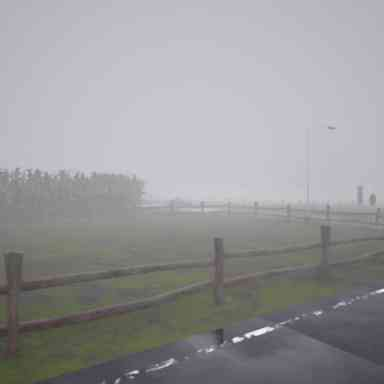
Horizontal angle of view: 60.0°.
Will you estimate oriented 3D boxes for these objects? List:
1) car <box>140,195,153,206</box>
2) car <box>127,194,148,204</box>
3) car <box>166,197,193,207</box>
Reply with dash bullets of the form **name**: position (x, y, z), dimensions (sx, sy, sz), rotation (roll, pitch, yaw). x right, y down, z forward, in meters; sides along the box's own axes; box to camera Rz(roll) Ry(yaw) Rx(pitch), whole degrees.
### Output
- **car**: position (-8.087, 1.454, 54.645), dimensions (1.812, 1.442, 4.674), rotation (0, 0, -36)
- **car**: position (-10.178, 1.223, 62.225), dimensions (2.097, 1.767, 4.553), rotation (0, 0, -36)
- **car**: position (-1.934, 1.525, 50.936), dimensions (2.033, 1.411, 5.357), rotation (0, 0, -36)
